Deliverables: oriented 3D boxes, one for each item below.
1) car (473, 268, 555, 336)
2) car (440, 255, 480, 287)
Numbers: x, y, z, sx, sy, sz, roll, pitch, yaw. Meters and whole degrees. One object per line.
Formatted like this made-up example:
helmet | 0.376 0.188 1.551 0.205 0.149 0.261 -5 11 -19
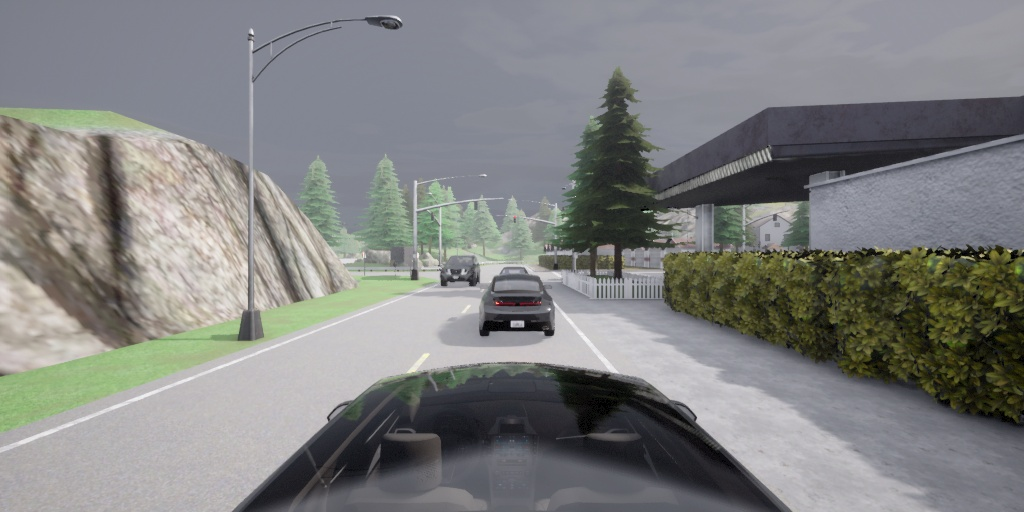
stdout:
car | 0.123 1.255 10.334 1.837 1.490 4.892 0 0 0
car | -3.439 0.959 24.724 2.150 2.045 5.566 0 0 0
